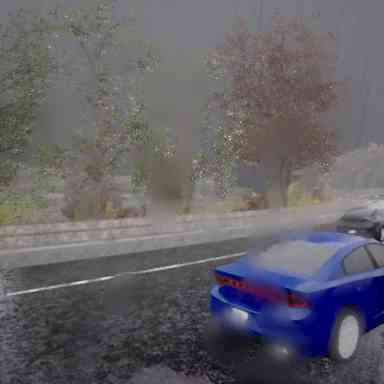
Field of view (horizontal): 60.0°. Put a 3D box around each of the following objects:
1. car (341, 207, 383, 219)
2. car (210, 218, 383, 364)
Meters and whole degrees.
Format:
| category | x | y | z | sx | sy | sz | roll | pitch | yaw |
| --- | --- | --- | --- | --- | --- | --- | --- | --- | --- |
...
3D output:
| category | x | y | z | sx | sy | sz | roll | pitch | yaw |
| --- | --- | --- | --- | --- | --- | --- | --- | --- | --- |
| car | 8.707 | 1.476 | 16.174 | 4.892 | 1.490 | 1.837 | 0 | 0 | -45 |
| car | 2.566 | 1.472 | 5.963 | 5.008 | 1.535 | 1.882 | 0 | 0 | -39 |
